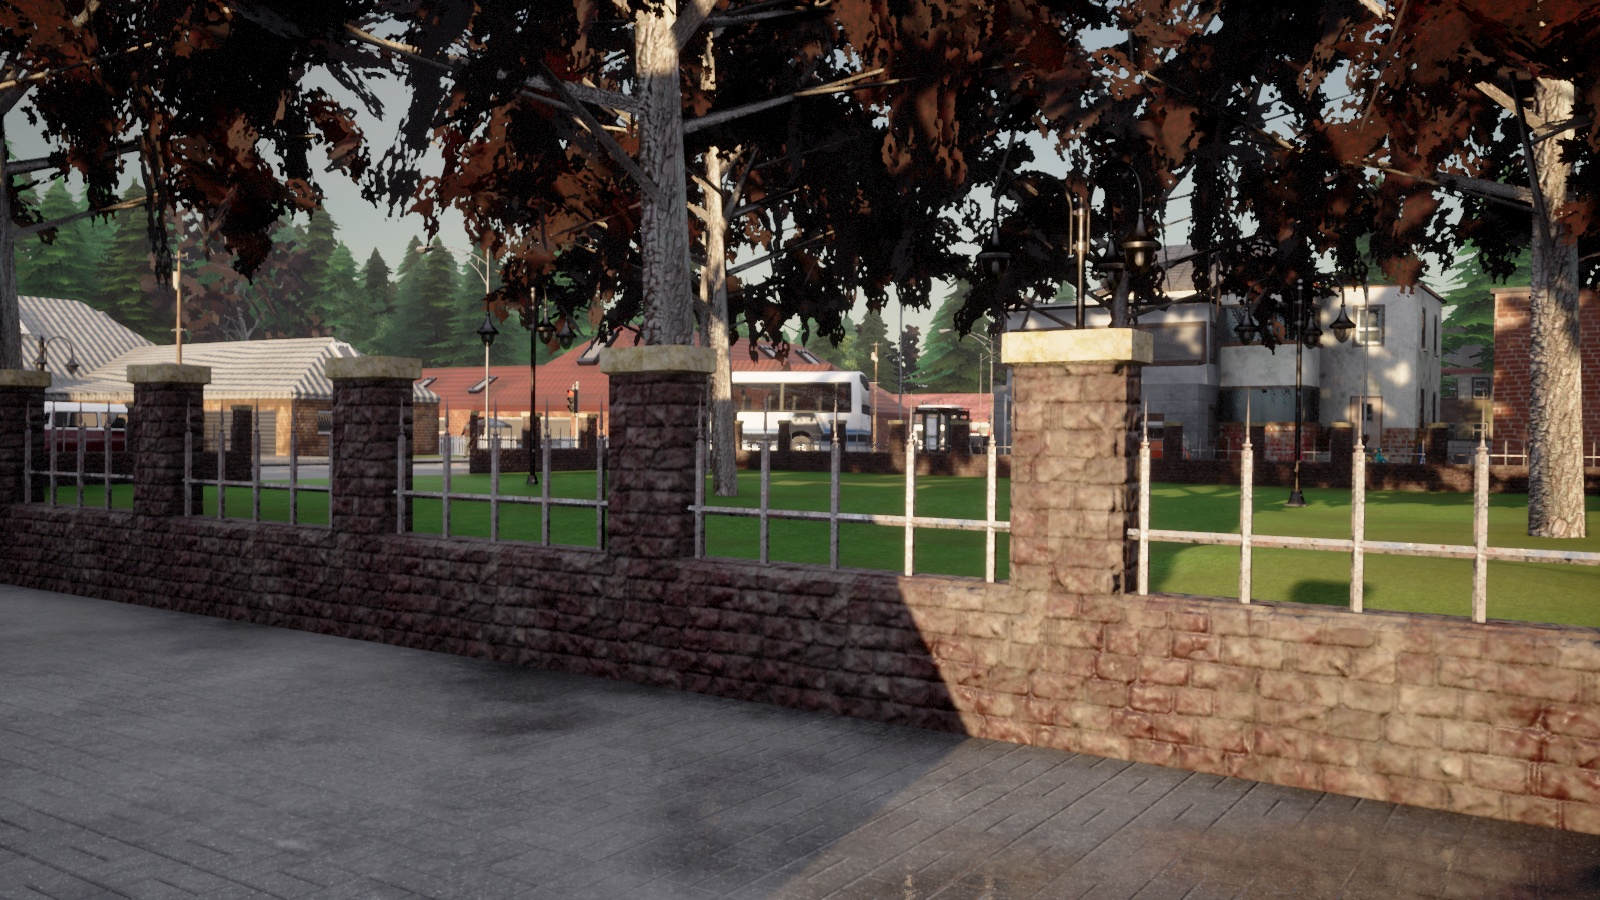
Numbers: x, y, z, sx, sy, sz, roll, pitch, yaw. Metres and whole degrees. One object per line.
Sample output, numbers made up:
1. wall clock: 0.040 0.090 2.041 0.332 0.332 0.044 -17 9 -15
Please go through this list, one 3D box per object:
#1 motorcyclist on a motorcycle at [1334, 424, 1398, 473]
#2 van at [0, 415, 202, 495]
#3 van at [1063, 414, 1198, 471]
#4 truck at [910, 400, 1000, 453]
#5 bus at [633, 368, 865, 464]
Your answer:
1. motorcyclist on a motorcycle: 18.644 -0.063 41.341 1.817 1.590 0.866 0 1 32
2. van: -19.074 0.089 34.306 2.069 2.038 4.480 0 1 33
3. van: 12.016 -0.280 45.762 4.442 1.987 1.775 0 1 32
4. truck: 10.793 -1.607 86.494 2.891 3.462 7.936 0 1 34
5. bus: -2.335 -1.500 59.108 10.273 4.253 3.944 0 -1 11
